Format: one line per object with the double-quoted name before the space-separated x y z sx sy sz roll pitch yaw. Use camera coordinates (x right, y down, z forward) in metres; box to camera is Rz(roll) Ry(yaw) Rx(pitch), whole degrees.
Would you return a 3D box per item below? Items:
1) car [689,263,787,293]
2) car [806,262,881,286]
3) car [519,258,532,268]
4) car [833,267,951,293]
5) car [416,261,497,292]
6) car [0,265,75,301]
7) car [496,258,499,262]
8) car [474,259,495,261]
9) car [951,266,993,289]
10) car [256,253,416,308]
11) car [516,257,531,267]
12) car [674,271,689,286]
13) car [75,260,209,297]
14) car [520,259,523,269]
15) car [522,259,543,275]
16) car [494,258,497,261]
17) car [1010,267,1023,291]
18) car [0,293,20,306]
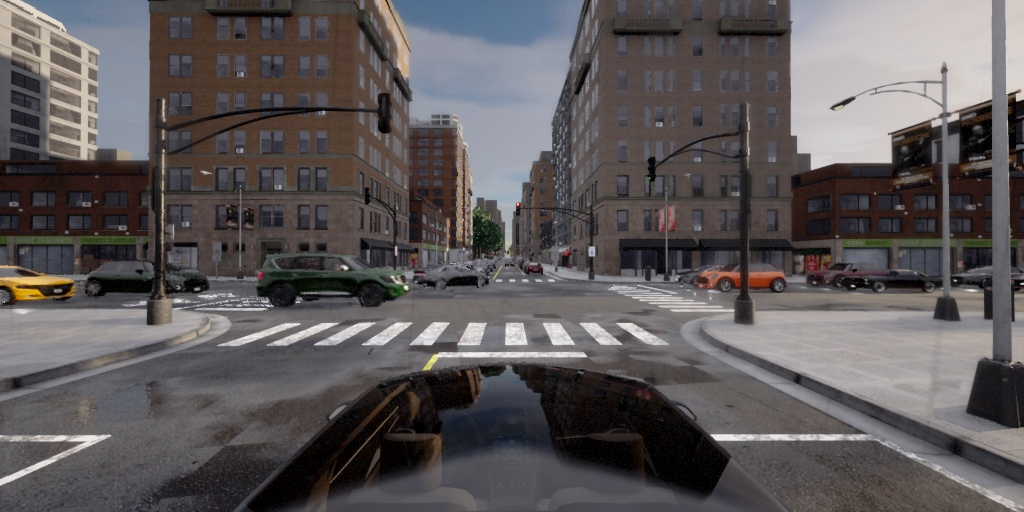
"car" 13.391 1.181 21.163 4.553 1.767 2.097 0 0 0
"car" 22.885 1.249 24.486 4.553 1.767 2.097 0 0 -1
"car" 2.334 1.325 51.123 1.751 1.417 4.829 0 0 -1
"car" 22.377 1.470 21.232 4.718 1.301 1.895 0 0 -1
"car" -3.585 1.238 21.561 4.902 1.511 2.128 0 0 -43
"car" -20.492 1.106 14.196 5.008 1.535 1.882 0 0 0
"car" -3.487 1.321 57.776 1.837 1.490 4.892 0 0 0
"car" -3.268 1.267 37.591 2.128 1.511 4.902 0 0 0
"car" 32.769 1.447 24.556 4.892 1.490 1.837 0 0 0
"car" -7.006 0.911 14.298 5.566 2.045 2.150 0 0 0
"car" 2.273 1.127 56.459 2.192 1.841 5.009 0 0 -1
"car" 13.691 1.348 24.431 4.902 1.511 2.128 0 0 0
"car" -17.587 1.018 17.472 4.553 1.767 2.097 0 0 0
"car" 2.399 1.354 45.446 1.948 1.339 4.313 0 0 -1
"car" 2.461 1.324 39.940 1.888 1.381 4.507 0 0 -1
"car" -3.376 1.339 47.395 2.033 1.411 5.357 0 0 -1
"car" 32.316 1.478 21.303 4.181 1.385 1.994 0 0 -1
"car" -5.855 1.189 1.486 1.967 1.591 4.097 0 0 0
